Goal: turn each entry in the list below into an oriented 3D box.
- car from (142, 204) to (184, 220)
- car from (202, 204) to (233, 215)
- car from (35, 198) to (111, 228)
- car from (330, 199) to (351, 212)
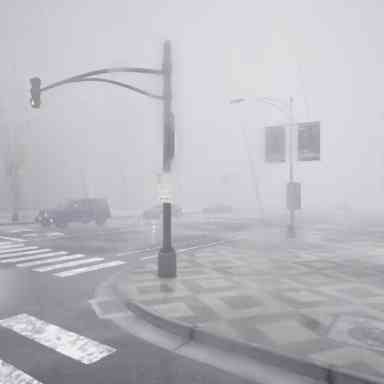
[{"bbox_3d":[-2.777,1.890,32.659,1.837,1.490,4.892,0,-1,36],"label":"car"},{"bbox_3d":[3.151,2.136,41.040,1.895,1.301,4.718,0,-1,35],"label":"car"},{"bbox_3d":[-8.550,1.462,24.492,2.150,2.045,5.566,0,-1,35],"label":"car"},{"bbox_3d":[24.540,2.382,54.106,2.128,1.511,4.902,0,-1,35],"label":"car"}]
